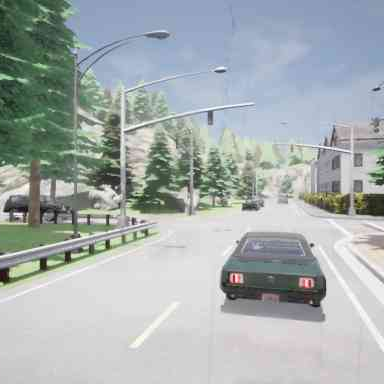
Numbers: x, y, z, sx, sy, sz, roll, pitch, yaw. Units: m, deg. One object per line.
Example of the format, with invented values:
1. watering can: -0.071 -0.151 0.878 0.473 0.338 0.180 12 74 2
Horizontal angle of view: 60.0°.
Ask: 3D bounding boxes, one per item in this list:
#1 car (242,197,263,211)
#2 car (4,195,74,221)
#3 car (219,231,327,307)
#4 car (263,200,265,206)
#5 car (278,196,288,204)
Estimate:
1. car: 7.332 1.601 41.207 1.895 1.301 4.718 0 0 16
2. car: -12.368 1.237 26.911 5.566 2.045 2.150 0 0 15
3. car: 1.986 1.601 8.067 1.895 1.301 4.718 0 0 15
4. car: 10.072 1.491 51.024 2.128 1.511 4.902 0 0 16
5. car: 17.362 1.547 63.527 2.033 1.411 5.357 0 0 16
